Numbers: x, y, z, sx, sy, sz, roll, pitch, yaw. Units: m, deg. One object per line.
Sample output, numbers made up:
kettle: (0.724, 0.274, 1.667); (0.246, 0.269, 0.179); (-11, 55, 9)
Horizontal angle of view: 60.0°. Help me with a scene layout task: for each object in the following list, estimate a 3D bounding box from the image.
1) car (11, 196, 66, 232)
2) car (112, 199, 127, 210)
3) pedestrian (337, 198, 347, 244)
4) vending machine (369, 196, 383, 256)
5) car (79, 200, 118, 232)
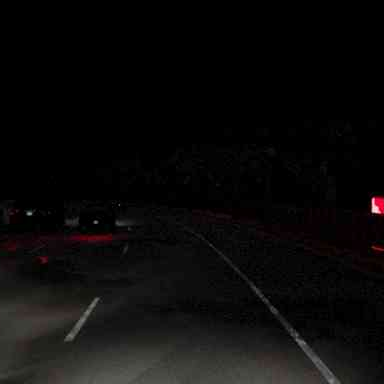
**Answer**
car: (-9.272, 1.249, 20.437); (2.150, 2.045, 5.566); (0, 0, -12)
car: (-10.120, 1.636, 44.562); (1.994, 1.385, 4.181); (0, 0, -24)
pedestrian: (5.916, 1.140, 13.276); (0.375, 1.860, 0.375); (-1, 0, -7)
vending machine: (7.227, 1.192, 12.073); (1.100, 2.100, 0.880); (0, 0, -6)
car: (-5.659, 1.497, 20.223); (1.882, 1.535, 5.008); (0, 0, -11)
